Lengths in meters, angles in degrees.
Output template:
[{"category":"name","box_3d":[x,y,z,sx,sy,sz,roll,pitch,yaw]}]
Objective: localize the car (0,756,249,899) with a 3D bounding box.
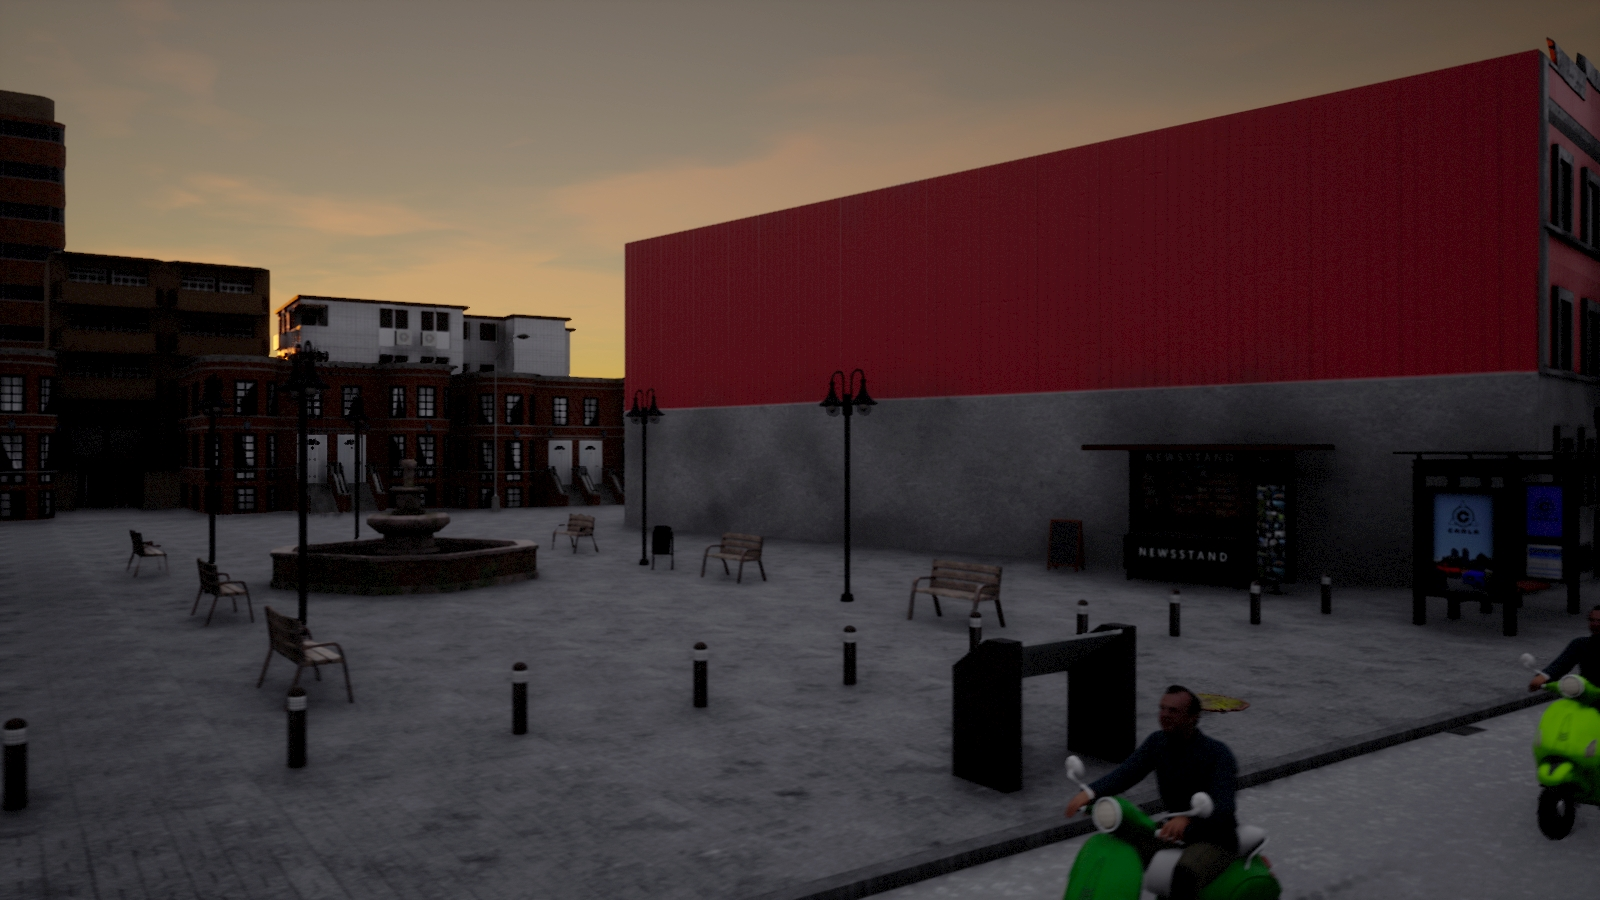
[{"category":"car","box_3d":[-3.663,1.842,1.837,4.892,1.480,2.231,0,0,-35]}]
